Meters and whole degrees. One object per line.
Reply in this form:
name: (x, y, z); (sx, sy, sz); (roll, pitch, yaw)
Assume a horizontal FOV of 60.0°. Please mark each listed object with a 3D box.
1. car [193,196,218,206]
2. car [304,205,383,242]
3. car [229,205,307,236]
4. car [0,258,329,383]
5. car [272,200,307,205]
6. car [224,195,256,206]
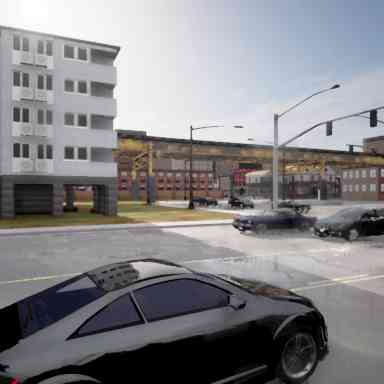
car: (2.561, 1.547, 55.805); (2.033, 1.411, 5.357); (0, 0, -21)
car: (8.136, 1.504, 16.211); (4.892, 1.490, 1.837); (0, 0, -24)
car: (4.593, 1.601, 18.466); (4.718, 1.301, 1.895); (0, 0, -24)
car: (-0.301, 1.564, 4.109); (4.181, 1.385, 1.994); (0, 0, -30)
car: (11.122, 1.601, 37.321); (1.895, 1.301, 4.718); (0, 0, -26)
car: (6.832, 1.505, 46.371); (1.837, 1.490, 4.892); (0, 0, -25)
